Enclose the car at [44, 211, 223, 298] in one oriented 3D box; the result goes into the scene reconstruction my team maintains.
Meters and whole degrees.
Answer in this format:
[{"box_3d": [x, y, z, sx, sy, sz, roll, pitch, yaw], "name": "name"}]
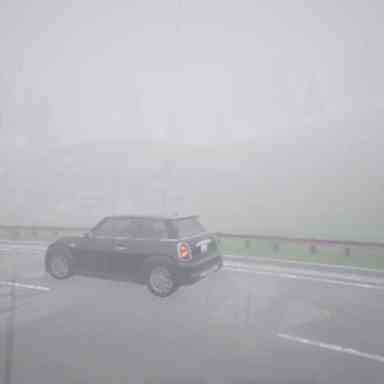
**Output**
[{"box_3d": [-1.603, 1.301, 8.509, 4.553, 1.767, 2.097, 0, 1, 28], "name": "car"}]
